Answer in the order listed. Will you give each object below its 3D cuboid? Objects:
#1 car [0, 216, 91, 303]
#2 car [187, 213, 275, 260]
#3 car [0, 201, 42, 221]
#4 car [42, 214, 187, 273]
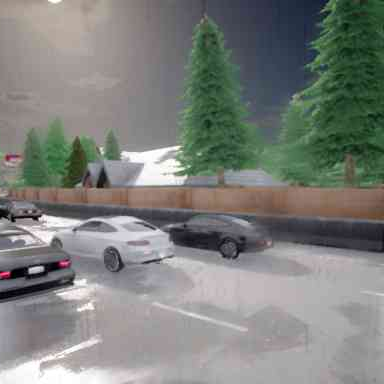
[{"bbox_3d":[-4.876,1.493,7.822,5.357,1.411,2.033,1,0,39],"label":"car"},{"bbox_3d":[0.738,1.498,12.332,4.674,1.442,1.812,1,0,38],"label":"car"},{"bbox_3d":[-12.765,1.392,24.393,2.033,1.411,5.357,0,0,-44],"label":"car"},{"bbox_3d":[-2.619,1.479,10.537,4.674,1.442,1.812,1,0,38],"label":"car"}]
